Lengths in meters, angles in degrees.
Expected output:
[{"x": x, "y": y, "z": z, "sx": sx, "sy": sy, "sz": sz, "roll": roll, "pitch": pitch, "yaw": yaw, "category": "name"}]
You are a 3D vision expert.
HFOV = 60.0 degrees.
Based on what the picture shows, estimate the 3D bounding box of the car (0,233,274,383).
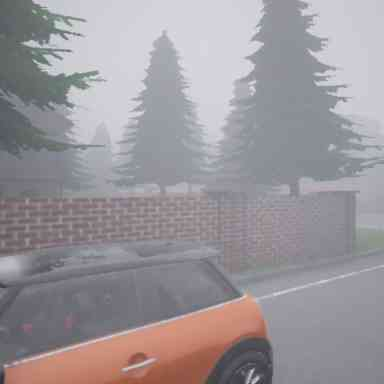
[{"x": -1.405, "y": 1.353, "z": 2.981, "sx": 4.553, "sy": 1.767, "sz": 2.097, "roll": 0, "pitch": 0, "yaw": -35, "category": "car"}]
